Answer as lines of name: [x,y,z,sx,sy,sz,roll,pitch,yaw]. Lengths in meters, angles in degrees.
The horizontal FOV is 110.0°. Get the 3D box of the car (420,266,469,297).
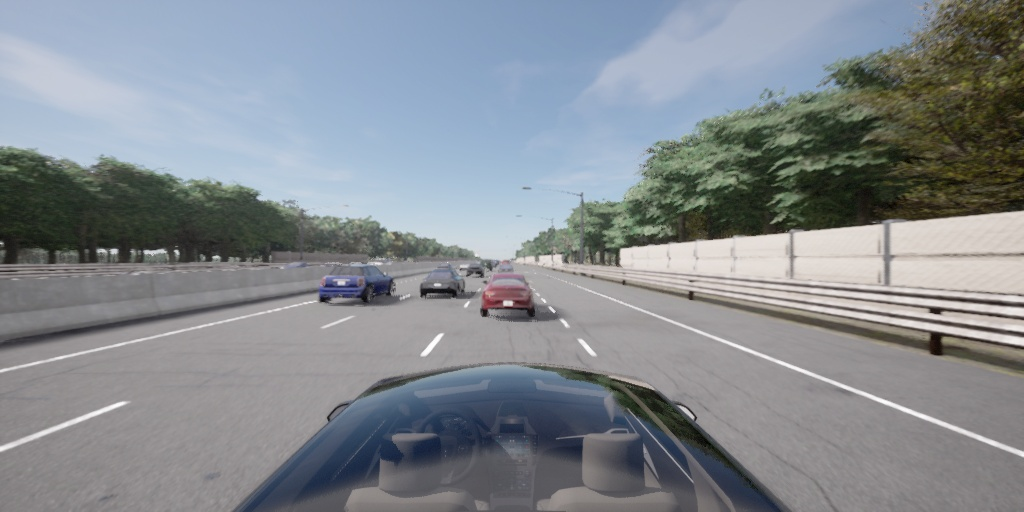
car: [-3.774,1.440,20.017,1.994,1.385,4.181,0,-1,-1]

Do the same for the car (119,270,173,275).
car: [-17.744,1.369,17.044,1.895,1.301,4.718,0,-1,-1]

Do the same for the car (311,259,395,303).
car: [-7.224,1.182,17.212,2.097,1.767,4.553,0,-1,-1]

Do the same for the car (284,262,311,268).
car: [-28.823,1.570,48.366,1.812,1.442,4.674,0,-1,0]

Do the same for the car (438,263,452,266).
car: [-7.654,1.573,41.557,2.128,1.511,4.902,0,-1,-1]

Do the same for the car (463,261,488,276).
car: [-4.155,1.609,41.615,1.837,1.490,4.892,0,-1,-1]

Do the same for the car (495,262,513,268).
car: [-0.654,1.671,41.669,2.033,1.411,5.357,0,-1,-1]

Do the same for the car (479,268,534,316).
car: [-0.164,1.369,13.792,1.812,1.442,4.674,0,0,-1]

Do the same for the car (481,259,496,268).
car: [-4.542,1.600,63.729,2.150,2.045,5.566,0,-1,-1]

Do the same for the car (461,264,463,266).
car: [-8.044,1.957,63.617,1.895,1.301,4.718,0,-1,-1]
